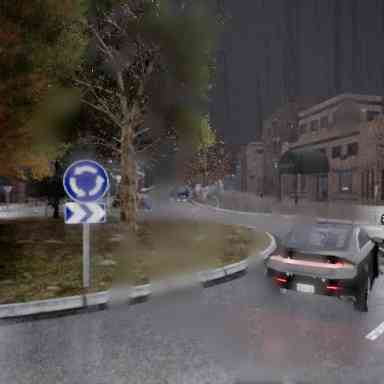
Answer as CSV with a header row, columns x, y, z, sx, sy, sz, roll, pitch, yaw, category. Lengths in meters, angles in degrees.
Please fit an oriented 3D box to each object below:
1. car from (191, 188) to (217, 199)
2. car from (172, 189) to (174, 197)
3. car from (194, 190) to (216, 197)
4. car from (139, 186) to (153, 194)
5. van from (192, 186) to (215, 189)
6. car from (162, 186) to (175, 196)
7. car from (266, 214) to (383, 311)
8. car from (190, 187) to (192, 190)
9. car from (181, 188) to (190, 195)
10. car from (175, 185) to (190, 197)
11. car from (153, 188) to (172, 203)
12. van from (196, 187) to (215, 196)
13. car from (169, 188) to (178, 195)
x,y,z,sx,sy,sz,roll,pitch,yaw,category
2.708,0.594,63.258,4.892,1.521,2.231,0,2,1,car
-4.991,0.662,62.997,1.994,1.385,4.181,0,2,1,car
2.860,0.307,74.238,4.792,1.488,2.163,0,2,2,car
-12.874,-0.257,90.219,2.097,1.535,5.008,0,2,5,car
2.683,0.212,68.762,4.442,1.987,1.878,0,2,1,van
-4.930,0.172,72.932,2.097,1.767,4.553,0,2,2,car
3.293,1.467,7.886,2.128,1.511,4.902,0,0,32,car
2.865,0.109,71.503,5.566,2.045,2.435,0,2,1,car
-1.537,-0.140,83.071,1.837,1.490,4.892,0,2,4,car
-1.931,0.048,72.745,2.150,2.045,5.566,0,2,2,car
-4.622,0.713,52.944,2.097,1.767,4.553,0,1,-4,car
3.199,-0.113,79.547,4.442,1.987,1.878,0,2,3,van
-4.559,-0.154,82.815,1.837,1.490,4.892,0,2,4,car
